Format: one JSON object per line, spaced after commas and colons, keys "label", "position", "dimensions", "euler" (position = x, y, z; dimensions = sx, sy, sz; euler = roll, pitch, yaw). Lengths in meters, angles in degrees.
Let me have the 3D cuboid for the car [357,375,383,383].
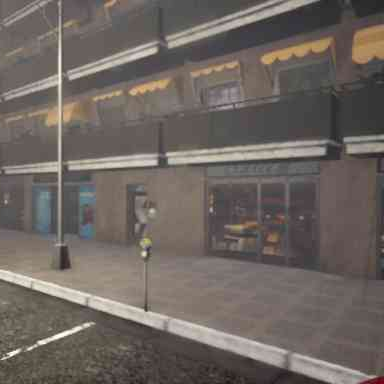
{"label": "car", "position": [2.704, 1.547, 0.956], "dimensions": [4.507, 1.381, 1.887], "euler": [0, 0, 35]}
